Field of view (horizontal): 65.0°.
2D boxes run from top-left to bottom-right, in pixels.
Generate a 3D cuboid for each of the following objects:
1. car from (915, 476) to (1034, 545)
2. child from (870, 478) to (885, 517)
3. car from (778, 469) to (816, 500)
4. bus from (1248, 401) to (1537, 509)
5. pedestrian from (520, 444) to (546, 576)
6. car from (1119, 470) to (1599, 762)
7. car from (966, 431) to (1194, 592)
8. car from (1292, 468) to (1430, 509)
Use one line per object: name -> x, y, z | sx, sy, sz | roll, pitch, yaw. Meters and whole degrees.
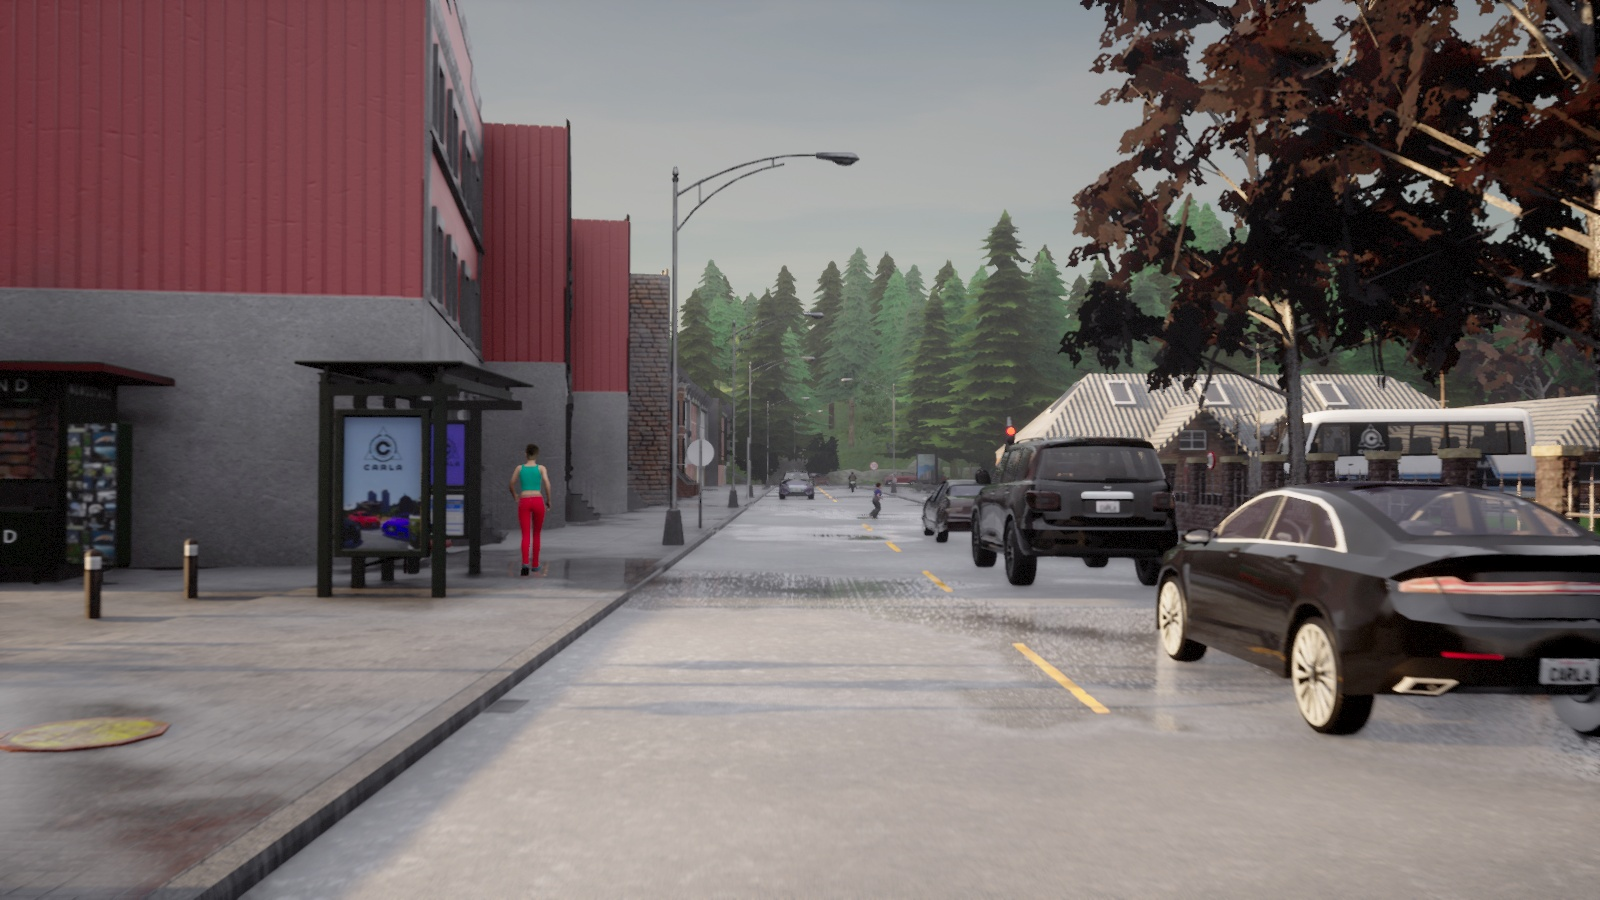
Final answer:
car -> 3.921, 1.334, 29.109 | 2.033, 1.411, 5.357 | 0, -1, 0
child -> 2.526, 1.560, 40.957 | 0.437, 1.263, 0.270 | 0, -1, -23
car -> -0.174, 1.938, 71.222 | 2.033, 1.649, 4.856 | 0, -1, 0
bus -> 24.853, 0.228, 53.145 | 10.273, 4.253, 3.944 | -1, -1, 0
pedestrian -> -3.782, 0.837, 17.788 | 0.345, 1.836, 0.594 | 0, -1, -10
car -> 3.978, 0.906, 8.993 | 2.128, 1.511, 4.902 | 0, -1, 0
car -> 3.956, 0.834, 18.895 | 2.150, 2.045, 5.566 | 0, -1, 0
car -> 21.868, 1.495, 49.065 | 4.514, 1.525, 2.007 | 0, -1, -1
